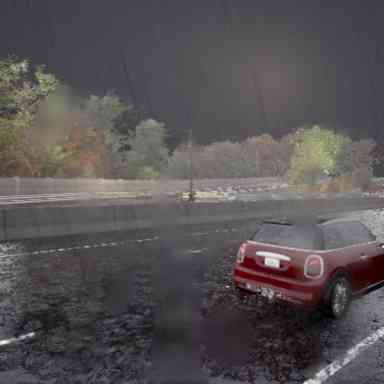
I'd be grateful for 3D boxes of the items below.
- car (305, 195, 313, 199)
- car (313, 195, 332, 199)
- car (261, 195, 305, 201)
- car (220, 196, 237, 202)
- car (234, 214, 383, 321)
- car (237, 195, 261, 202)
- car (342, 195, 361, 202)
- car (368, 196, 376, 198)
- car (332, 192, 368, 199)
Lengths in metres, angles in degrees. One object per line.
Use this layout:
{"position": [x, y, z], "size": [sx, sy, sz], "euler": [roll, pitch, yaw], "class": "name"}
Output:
{"position": [19.343, 1.236, 54.689], "size": [4.892, 1.490, 1.837], "euler": [0, 1, -41], "class": "car"}
{"position": [21.527, 1.248, 51.958], "size": [4.902, 1.511, 2.128], "euler": [0, 0, -41], "class": "car"}
{"position": [10.345, 1.148, 37.500], "size": [4.553, 1.767, 2.097], "euler": [0, 1, -41], "class": "car"}
{"position": [5.519, 1.274, 42.575], "size": [4.674, 1.442, 1.812], "euler": [0, 0, -41], "class": "car"}
{"position": [3.068, 1.311, 7.523], "size": [4.553, 1.767, 2.097], "euler": [0, 0, -41], "class": "car"}
{"position": [8.037, 1.123, 40.132], "size": [4.553, 1.767, 2.097], "euler": [0, 1, -41], "class": "car"}
{"position": [31.266, 1.245, 65.152], "size": [4.674, 1.442, 1.812], "euler": [0, 0, -41], "class": "car"}
{"position": [33.594, 1.343, 62.538], "size": [4.718, 1.301, 1.895], "euler": [0, 0, -41], "class": "car"}
{"position": [23.225, 1.002, 48.802], "size": [5.566, 2.045, 2.150], "euler": [0, 1, -41], "class": "car"}
